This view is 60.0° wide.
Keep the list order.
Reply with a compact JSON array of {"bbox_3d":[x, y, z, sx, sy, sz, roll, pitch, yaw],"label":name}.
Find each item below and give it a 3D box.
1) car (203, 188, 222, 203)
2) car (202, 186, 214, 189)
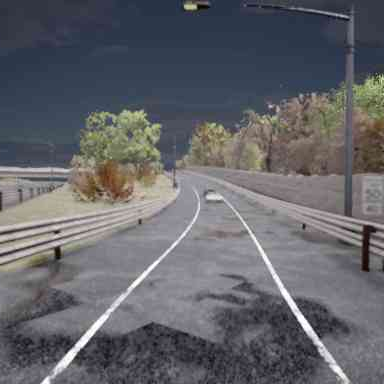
[{"bbox_3d":[2.669,0.645,41.828,1.895,1.301,4.718,0,3,0],"label":"car"},{"bbox_3d":[2.667,-0.174,52.153,1.837,1.490,4.892,0,5,-1],"label":"car"}]
